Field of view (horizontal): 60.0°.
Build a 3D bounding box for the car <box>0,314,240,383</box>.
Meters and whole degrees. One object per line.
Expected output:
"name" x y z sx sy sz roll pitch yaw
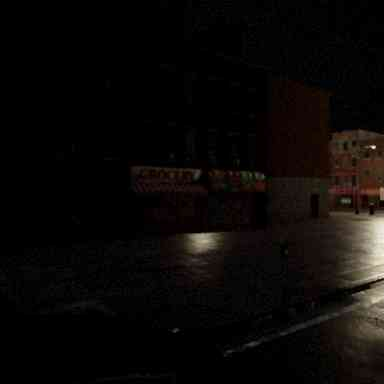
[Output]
"car" -1.613 1.562 1.665 4.313 1.339 1.947 1 -1 -36
